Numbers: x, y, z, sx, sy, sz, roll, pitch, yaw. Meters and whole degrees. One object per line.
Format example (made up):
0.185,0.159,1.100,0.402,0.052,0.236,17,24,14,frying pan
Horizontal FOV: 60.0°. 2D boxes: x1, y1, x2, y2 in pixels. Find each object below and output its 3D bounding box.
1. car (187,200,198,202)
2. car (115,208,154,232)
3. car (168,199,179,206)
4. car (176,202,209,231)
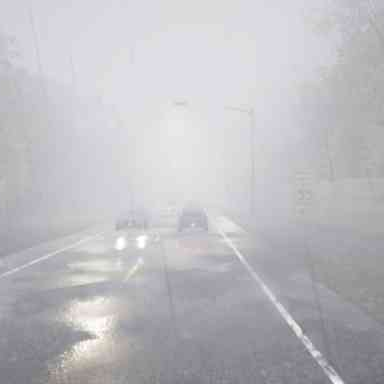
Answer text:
0.104,1.745,41.212,1.882,1.535,5.008,0,0,0,car
-3.593,1.711,21.280,1.994,1.385,4.181,0,0,0,car
-3.507,1.974,62.443,1.895,1.301,4.718,0,0,0,car
0.075,1.652,21.836,1.837,1.490,4.892,-1,0,0,car
